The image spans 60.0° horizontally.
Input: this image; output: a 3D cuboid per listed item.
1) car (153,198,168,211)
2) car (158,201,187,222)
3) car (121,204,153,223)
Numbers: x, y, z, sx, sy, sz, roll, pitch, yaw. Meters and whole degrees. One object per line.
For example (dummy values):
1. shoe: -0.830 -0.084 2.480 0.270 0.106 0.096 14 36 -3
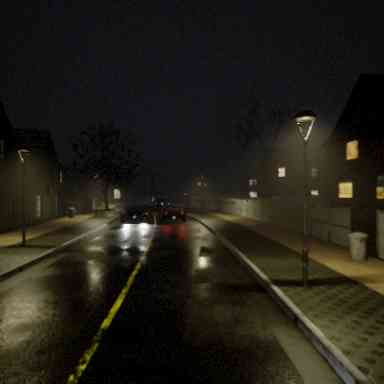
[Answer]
1. car: -4.122 1.523 44.252 2.097 1.767 4.553 0 -1 -10
2. car: -1.556 1.628 26.776 1.895 1.301 4.718 0 0 -6
3. car: -4.233 1.589 25.490 1.994 1.385 4.181 0 0 -5
